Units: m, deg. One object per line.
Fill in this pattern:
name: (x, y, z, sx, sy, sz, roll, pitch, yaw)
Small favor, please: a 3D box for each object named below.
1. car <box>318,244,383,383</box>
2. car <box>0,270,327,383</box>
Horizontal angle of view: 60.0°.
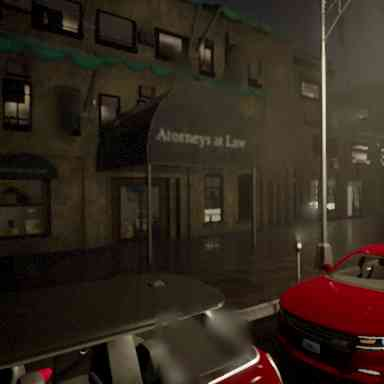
car: (3.210, 1.533, 5.155, 4.507, 1.381, 1.887, 0, 0, -35)
car: (-1.315, 1.440, 1.943, 4.097, 1.590, 1.967, 0, 0, -35)
